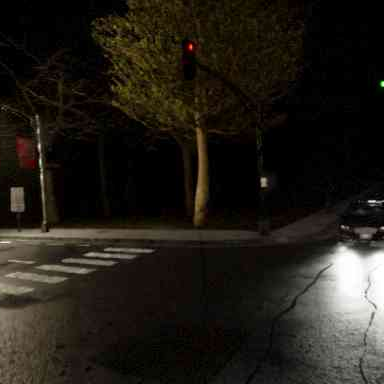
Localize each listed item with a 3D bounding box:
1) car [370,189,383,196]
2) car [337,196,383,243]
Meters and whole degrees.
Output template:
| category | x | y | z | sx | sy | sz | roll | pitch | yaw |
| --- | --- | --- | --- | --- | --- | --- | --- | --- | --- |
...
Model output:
| category | x | y | z | sx | sy | sz | roll | pitch | yaw |
| --- | --- | --- | --- | --- | --- | --- | --- | --- | --- |
| car | 24.561 | 0.281 | 43.778 | 1.895 | 1.301 | 4.718 | -3 | 0 | 30 |
| car | 7.152 | 1.153 | 13.496 | 2.128 | 1.511 | 4.902 | -3 | 1 | 31 |
